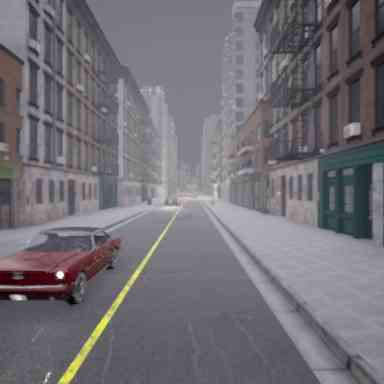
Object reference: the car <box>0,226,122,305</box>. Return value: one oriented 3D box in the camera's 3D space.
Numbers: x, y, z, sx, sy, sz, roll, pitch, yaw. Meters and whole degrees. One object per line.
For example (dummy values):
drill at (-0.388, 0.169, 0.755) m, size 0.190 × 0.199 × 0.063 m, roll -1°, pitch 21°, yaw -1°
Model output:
car at (-3.101, 1.570, 8.139) m, size 1.895 × 1.301 × 4.718 m, roll 0°, pitch 0°, yaw 0°

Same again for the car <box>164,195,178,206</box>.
car at (-3.070, 1.265, 49.704) m, size 2.128 × 1.511 × 4.902 m, roll 0°, pitch 0°, yaw 0°

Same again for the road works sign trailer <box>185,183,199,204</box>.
road works sign trailer at (0.012, 0.195, 57.122) m, size 2.380 × 3.560 × 2.880 m, roll 0°, pitch 0°, yaw 0°
